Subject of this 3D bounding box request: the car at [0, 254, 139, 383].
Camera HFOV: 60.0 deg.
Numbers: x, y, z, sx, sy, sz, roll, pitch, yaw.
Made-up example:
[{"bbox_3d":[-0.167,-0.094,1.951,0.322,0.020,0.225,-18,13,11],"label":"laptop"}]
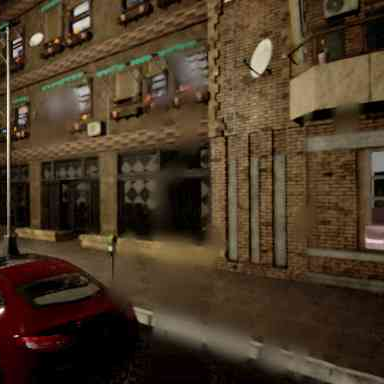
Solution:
[{"bbox_3d":[-2.581,1.561,4.722,4.206,1.307,1.802,0,-1,35],"label":"car"}]
